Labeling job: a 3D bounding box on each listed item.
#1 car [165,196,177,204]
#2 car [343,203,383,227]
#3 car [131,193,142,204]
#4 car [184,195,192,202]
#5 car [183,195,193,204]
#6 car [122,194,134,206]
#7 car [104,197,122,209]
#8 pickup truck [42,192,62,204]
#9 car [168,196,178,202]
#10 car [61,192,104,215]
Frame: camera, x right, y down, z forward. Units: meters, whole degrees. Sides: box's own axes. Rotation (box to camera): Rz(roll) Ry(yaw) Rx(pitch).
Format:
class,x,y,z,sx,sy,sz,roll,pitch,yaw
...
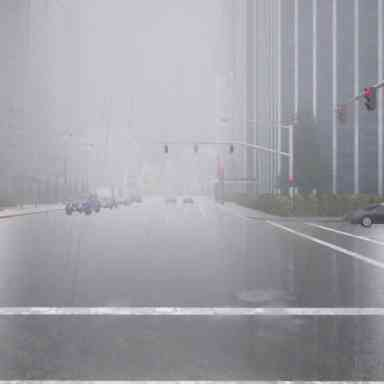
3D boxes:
class,x,y,z,sx,sy,sz,roll,pitch,yaw
car,-4.163,1.601,65.041,1.895,1.301,4.718,0,0,0
car,12.626,1.505,22.122,4.892,1.490,1.837,0,0,0
car,-11.298,1.222,66.061,2.150,2.045,5.566,0,0,0
car,-0.854,1.387,75.632,1.882,1.535,5.008,0,0,0
car,-0.766,1.526,65.381,1.812,1.442,4.674,0,0,0
car,-11.247,1.526,54.365,1.812,1.442,4.674,0,0,0
car,-11.173,1.491,44.259,2.128,1.511,4.902,0,0,0
pickup truck,-24.342,1.059,60.073,2.390,2.098,6.274,0,0,30
car,-4.350,1.540,75.301,2.033,1.411,5.357,0,0,0
car,-11.101,1.222,34.258,2.150,2.045,5.566,0,0,0
